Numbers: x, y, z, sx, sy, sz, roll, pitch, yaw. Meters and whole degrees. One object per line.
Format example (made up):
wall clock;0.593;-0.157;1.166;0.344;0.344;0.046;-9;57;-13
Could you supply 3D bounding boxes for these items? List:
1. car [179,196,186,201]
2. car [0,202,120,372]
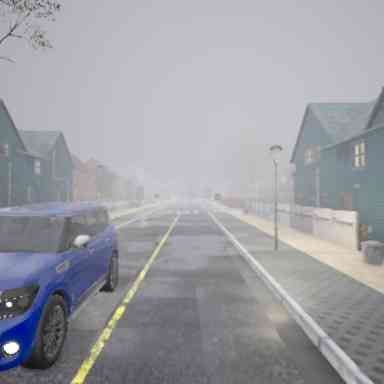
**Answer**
car;-2.759;1.822;95.417;1.994;1.385;4.181;0;-1;0
car;-2.850;1.252;6.106;2.150;2.045;5.566;0;0;0
